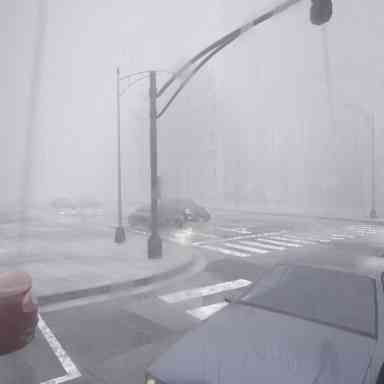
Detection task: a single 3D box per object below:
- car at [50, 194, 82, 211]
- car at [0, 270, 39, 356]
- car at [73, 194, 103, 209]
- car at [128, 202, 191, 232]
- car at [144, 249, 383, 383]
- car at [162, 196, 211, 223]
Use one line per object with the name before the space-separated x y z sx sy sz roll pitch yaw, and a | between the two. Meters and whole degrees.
car | -14.439 1.312 37.174 2.033 1.411 5.357 -1 1 -35
car | -4.181 1.545 3.676 4.507 1.381 1.887 0 -1 -36
car | -12.522 1.256 40.087 2.033 1.411 5.357 -1 1 -35
car | -2.213 1.499 20.044 1.994 1.385 4.181 -1 1 -36
car | 1.842 1.546 4.283 2.033 1.411 5.357 0 0 40
car | -0.679 1.225 23.490 2.097 1.767 4.553 -1 1 -36
